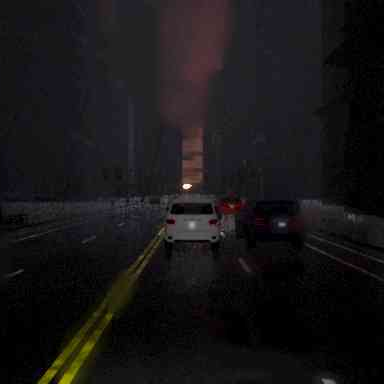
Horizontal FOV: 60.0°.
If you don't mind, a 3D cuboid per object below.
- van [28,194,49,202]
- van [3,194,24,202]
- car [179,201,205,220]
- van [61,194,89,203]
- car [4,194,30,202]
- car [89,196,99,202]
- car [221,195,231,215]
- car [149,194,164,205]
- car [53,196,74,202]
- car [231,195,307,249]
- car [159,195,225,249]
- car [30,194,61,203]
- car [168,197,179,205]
[{"bbox_3d":[-34.926,1.356,75.772,3.998,1.788,1.690,0,0,0],"label":"van"},{"bbox_3d":[-40.603,1.353,75.770,3.998,1.788,1.690,0,0,0],"label":"van"},{"bbox_3d":[0.000,1.571,29.650,2.033,1.411,5.357,0,0,0],"label":"car"},{"bbox_3d":[-23.566,1.335,67.251,3.998,1.788,1.690,0,0,0],"label":"van"},{"bbox_3d":[-34.921,1.568,67.247,4.206,1.307,1.802,0,0,0],"label":"car"},{"bbox_3d":[-23.570,1.573,75.776,4.403,1.369,2.008,0,0,0],"label":"car"},{"bbox_3d":[3.250,1.265,29.680,2.150,2.045,5.566,0,0,0],"label":"car"},{"bbox_3d":[-6.500,1.622,59.650,2.033,1.411,5.357,0,0,0],"label":"car"},{"bbox_3d":[-29.248,1.600,75.774,4.206,1.307,1.802,0,0,0],"label":"car"},{"bbox_3d":[3.250,1.259,14.680,2.150,2.045,5.566,0,0,0],"label":"car"},{"bbox_3d":[0.000,1.259,14.680,2.150,2.045,5.566,0,0,0],"label":"car"},{"bbox_3d":[-29.243,1.305,67.250,5.009,1.841,2.192,0,0,0],"label":"car"},{"bbox_3d":[-3.250,1.579,59.650,1.812,1.442,4.674,0,0,0],"label":"car"}]
